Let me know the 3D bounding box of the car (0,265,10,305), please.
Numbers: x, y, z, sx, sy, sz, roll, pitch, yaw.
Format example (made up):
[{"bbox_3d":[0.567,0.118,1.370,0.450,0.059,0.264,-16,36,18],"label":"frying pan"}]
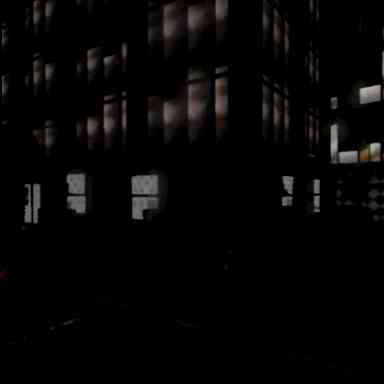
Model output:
[{"bbox_3d":[-5.217,1.581,6.596,4.206,1.307,1.802,0,0,36],"label":"car"}]
